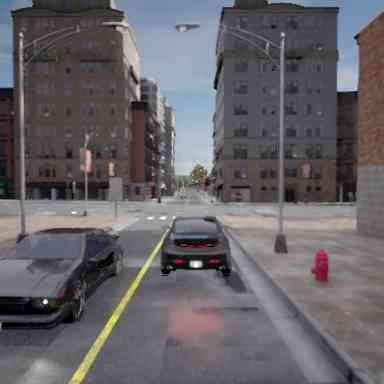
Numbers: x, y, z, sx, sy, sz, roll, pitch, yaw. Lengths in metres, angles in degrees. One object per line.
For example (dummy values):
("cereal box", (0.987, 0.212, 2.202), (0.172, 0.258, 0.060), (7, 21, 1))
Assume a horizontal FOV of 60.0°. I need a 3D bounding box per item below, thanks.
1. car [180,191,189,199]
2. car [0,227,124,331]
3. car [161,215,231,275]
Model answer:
("car", (-2.315, 1.042, 90.499), (1.812, 1.442, 4.674), (0, 0, 0))
("car", (-2.835, 1.521, 7.389), (2.033, 1.411, 5.357), (0, 0, 0))
("car", (0.104, 1.470, 10.338), (1.837, 1.490, 4.892), (0, 0, 0))
